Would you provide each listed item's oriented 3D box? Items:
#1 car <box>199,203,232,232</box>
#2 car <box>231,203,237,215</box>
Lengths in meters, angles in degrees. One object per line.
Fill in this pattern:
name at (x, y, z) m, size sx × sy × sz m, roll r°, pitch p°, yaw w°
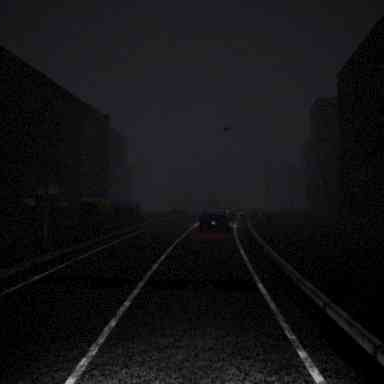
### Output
car at (1.602, 1.773, 22.722) m, size 1.882 × 1.535 × 5.008 m, roll 0°, pitch -1°, yaw 7°
car at (4.446, 2.088, 41.055) m, size 1.812 × 1.442 × 4.674 m, roll 0°, pitch -1°, yaw 10°
